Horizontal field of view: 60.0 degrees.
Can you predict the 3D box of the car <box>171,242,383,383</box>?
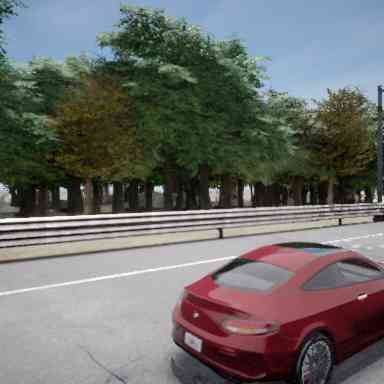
[{"bbox_3d":[1.883,1.512,5.094,4.674,1.442,1.812,0,0,-36],"label":"car"}]
